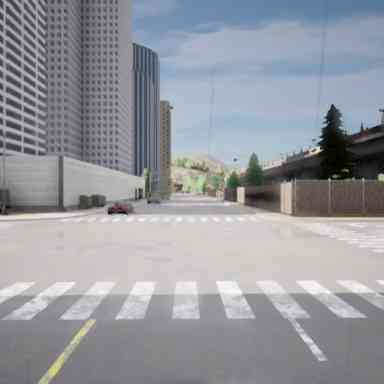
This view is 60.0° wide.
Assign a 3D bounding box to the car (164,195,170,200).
[{"bbox_3d":[-6.917,1.484,88.265,2.033,1.411,5.357,0,0,0],"label":"car"}]

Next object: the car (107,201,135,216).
[{"bbox_3d":[-6.969,1.601,32.788,1.895,1.301,4.718,0,0,0],"label":"car"}]

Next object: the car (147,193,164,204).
[{"bbox_3d":[-6.943,1.284,60.988,2.150,2.045,5.566,0,2,0],"label":"car"}]
